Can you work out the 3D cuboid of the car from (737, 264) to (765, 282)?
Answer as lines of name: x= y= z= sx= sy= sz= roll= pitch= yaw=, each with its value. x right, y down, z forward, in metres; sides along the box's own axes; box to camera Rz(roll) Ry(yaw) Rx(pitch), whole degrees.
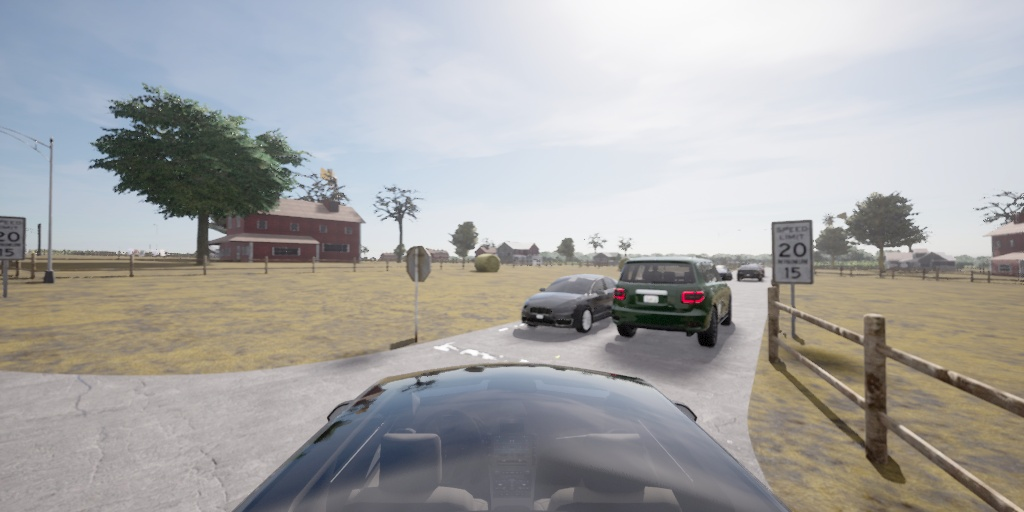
car: x=23.089 y=1.613 z=34.794 sx=1.882 sy=1.535 sz=5.008 roll=-1 pitch=-1 yaw=37

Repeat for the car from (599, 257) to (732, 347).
car: x=4.609 y=1.053 z=9.929 sx=2.150 sy=2.045 sz=5.566 roll=-1 pitch=-1 yaw=36

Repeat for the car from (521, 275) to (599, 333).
car: x=2.173 y=1.374 z=11.421 sx=1.837 sy=1.490 sz=4.892 roll=-1 pitch=-1 yaw=36

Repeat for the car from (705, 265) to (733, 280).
car: x=22.142 y=1.745 z=38.263 sx=2.033 sy=1.411 sz=5.357 roll=-1 pitch=-1 yaw=37
